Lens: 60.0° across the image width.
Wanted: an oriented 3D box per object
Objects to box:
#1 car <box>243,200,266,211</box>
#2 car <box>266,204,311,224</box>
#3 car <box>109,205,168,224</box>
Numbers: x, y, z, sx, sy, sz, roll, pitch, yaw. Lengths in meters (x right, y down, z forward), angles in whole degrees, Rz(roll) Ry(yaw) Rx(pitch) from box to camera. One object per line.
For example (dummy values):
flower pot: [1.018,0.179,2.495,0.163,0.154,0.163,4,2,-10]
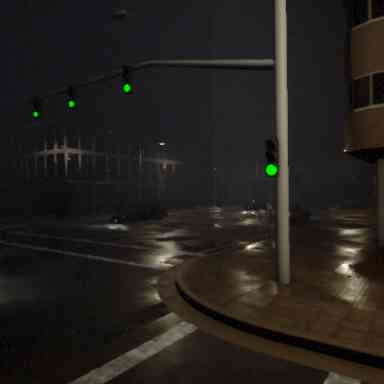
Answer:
car: [8.537,1.820,45.097,1.994,1.385,4.181,-1,-1,36]
car: [7.864,1.718,26.224,1.895,1.301,4.718,-1,-1,36]
car: [-4.246,1.806,27.603,2.033,1.411,5.357,-1,-1,36]
